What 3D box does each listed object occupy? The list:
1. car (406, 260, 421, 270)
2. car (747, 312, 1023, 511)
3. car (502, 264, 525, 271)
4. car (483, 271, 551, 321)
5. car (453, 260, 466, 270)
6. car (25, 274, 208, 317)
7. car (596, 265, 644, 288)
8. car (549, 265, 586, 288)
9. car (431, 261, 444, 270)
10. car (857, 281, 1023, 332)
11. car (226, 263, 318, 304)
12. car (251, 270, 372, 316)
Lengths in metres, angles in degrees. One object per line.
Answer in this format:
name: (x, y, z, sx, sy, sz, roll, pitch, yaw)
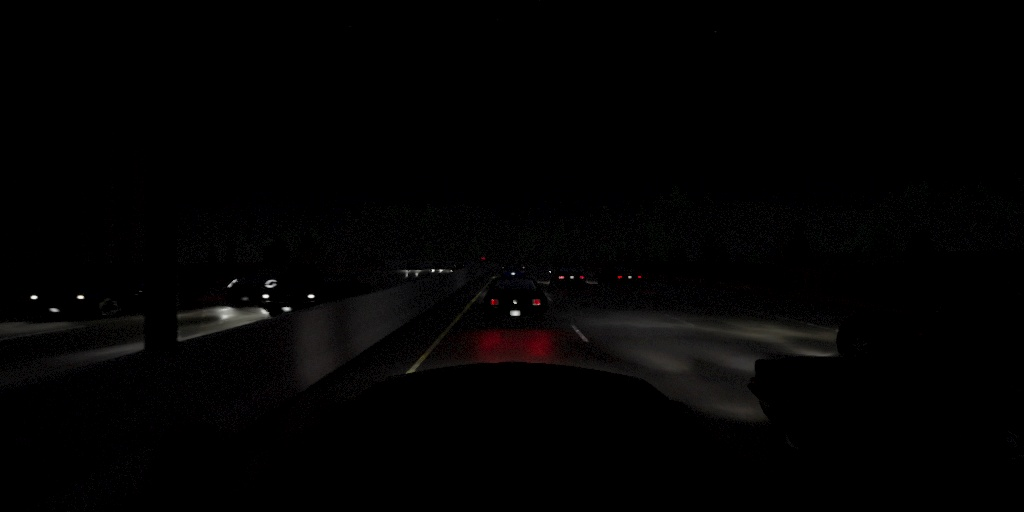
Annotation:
car: (-15.184, 1.408, 55.558, 1.837, 1.490, 4.892, 0, 0, -8)
car: (3.599, 1.351, 1.910, 1.895, 1.301, 4.718, 0, 0, 0)
car: (0.095, 1.362, 29.876, 1.994, 1.385, 4.181, 0, 0, 0)
car: (0.098, 1.363, 12.542, 1.895, 1.301, 4.718, 0, 0, 0)
car: (-8.050, 1.373, 54.989, 1.882, 1.535, 5.008, 0, 0, -7)
car: (-14.103, 1.363, 13.262, 1.895, 1.301, 4.718, 0, 0, 0)
car: (7.097, 1.331, 24.094, 2.033, 1.411, 5.357, 0, 0, 0)
car: (3.597, 1.331, 23.997, 2.033, 1.411, 5.357, 0, 0, 0)
car: (-11.970, 1.462, 57.803, 2.033, 1.411, 5.357, 0, 0, -9)
car: (7.099, 1.104, 4.770, 2.097, 1.767, 4.553, 0, 0, 0)
car: (-10.602, 1.119, 16.486, 2.097, 1.767, 4.553, 0, 0, 0)
car: (-7.103, 1.364, 13.528, 1.895, 1.301, 4.718, 0, 0, 0)
